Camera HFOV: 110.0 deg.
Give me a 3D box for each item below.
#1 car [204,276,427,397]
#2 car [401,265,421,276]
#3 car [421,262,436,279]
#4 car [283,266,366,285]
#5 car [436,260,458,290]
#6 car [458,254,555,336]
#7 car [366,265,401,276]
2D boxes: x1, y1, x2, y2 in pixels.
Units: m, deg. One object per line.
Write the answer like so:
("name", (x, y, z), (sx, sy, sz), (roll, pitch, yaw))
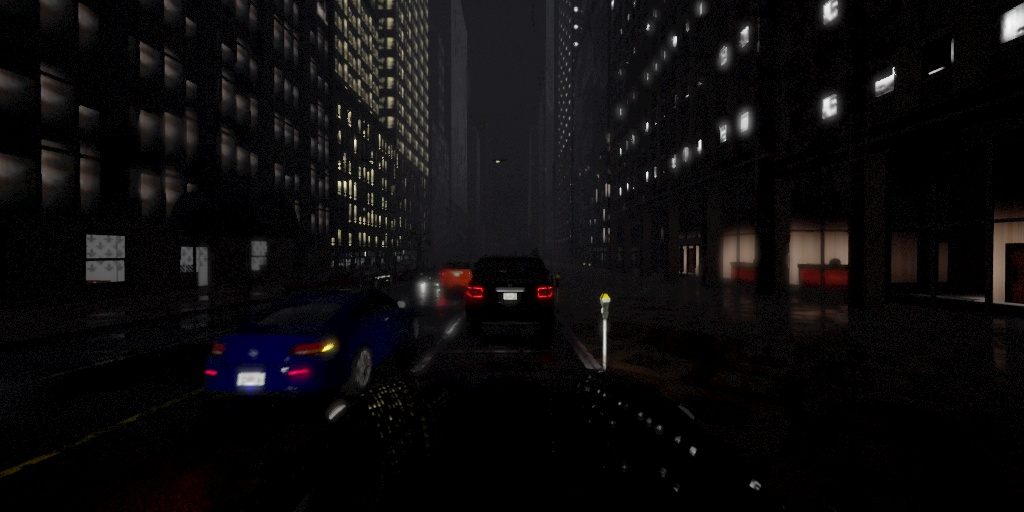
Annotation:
("car", (-3.058, 1.275, 6.493), (1.812, 1.442, 4.674), (0, 0, 0))
("car", (-8.837, 1.327, 28.206), (1.802, 1.307, 4.207), (0, 0, 0))
("car", (-6.245, 1.292, 29.967), (2.033, 1.411, 5.357), (0, 0, 0))
("car", (-8.837, 1.292, 16.839), (1.888, 1.381, 4.507), (0, 0, 0))
("car", (-3.145, 1.098, 22.637), (2.097, 1.767, 4.553), (0, 0, 0))
("car", (-0.039, 0.976, 10.531), (2.150, 2.045, 5.566), (0, 0, 0))
("car", (-8.838, 1.297, 22.523), (2.007, 1.370, 4.403), (0, 0, 0))
